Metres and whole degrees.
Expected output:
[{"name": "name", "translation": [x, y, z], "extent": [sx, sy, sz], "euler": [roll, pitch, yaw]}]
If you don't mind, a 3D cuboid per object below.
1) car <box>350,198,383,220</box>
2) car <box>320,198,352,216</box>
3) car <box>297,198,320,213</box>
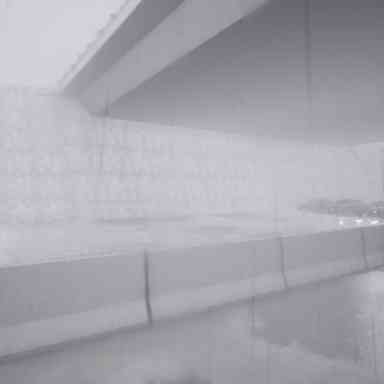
[{"name": "car", "translation": [15.597, 1.427, 27.245], "extent": [5.357, 1.411, 2.033], "euler": [0, 1, -34]}, {"name": "car", "translation": [14.273, 1.353, 30.572], "extent": [4.892, 1.490, 1.837], "euler": [0, 0, -34]}, {"name": "car", "translation": [13.132, 1.365, 34.028], "extent": [5.357, 1.411, 2.033], "euler": [0, 1, -34]}]
